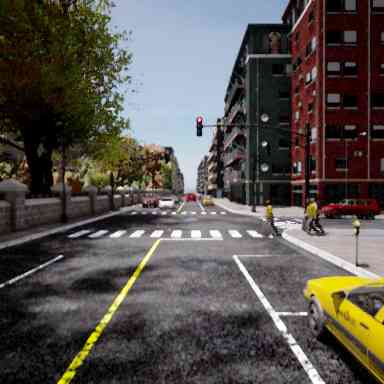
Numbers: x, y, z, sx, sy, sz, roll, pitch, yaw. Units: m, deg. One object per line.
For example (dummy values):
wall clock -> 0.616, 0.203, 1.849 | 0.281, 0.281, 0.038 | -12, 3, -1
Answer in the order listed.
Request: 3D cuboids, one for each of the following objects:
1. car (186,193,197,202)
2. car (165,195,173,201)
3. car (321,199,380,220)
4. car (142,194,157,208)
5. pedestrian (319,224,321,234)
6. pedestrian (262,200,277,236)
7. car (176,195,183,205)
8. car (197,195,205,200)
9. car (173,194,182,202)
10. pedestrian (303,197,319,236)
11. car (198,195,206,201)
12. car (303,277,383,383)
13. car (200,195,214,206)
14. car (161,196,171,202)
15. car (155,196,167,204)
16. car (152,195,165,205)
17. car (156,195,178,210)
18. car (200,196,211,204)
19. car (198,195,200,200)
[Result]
car -> -0.153, 1.165, 72.449 | 2.150, 2.045, 5.566 | 0, 0, 0
car -> -5.876, 1.530, 85.837 | 1.802, 1.307, 4.206 | 0, 0, 0
car -> 14.550, 1.557, 30.561 | 5.009, 1.841, 2.192 | 1, -1, 0
car -> -5.794, 1.272, 47.090 | 2.192, 1.841, 5.009 | 0, 0, 0
pedestrian -> 5.976, 1.126, 16.334 | 0.375, 1.860, 0.375 | 0, 0, 0
pedestrian -> 3.947, 1.276, 16.931 | 0.375, 1.860, 0.375 | 0, 0, 0
car -> -3.187, 1.500, 59.284 | 2.033, 1.411, 5.357 | 0, 0, 0
car -> 2.492, 1.493, 91.390 | 1.887, 1.381, 4.507 | 0, 0, 0
car -> -3.159, 1.322, 74.979 | 1.882, 1.535, 5.008 | 0, 0, 0
pedestrian -> 5.611, 1.124, 15.734 | 0.375, 1.860, 0.375 | 0, 0, 0
car -> 2.504, 1.492, 85.855 | 1.887, 1.381, 4.507 | 0, 0, 0
car -> 2.680, 1.521, 3.713 | 1.752, 1.417, 4.829 | 0, 0, 0
car -> 2.574, 1.480, 52.814 | 1.752, 1.417, 4.829 | 0, 0, 0
car -> -5.853, 1.531, 74.766 | 1.802, 1.307, 4.206 | 0, 0, 0
car -> -5.829, 1.496, 63.696 | 1.887, 1.381, 4.507 | 0, 0, 0
car -> -5.818, 1.393, 58.161 | 1.967, 1.590, 4.097 | 0, 0, 0
car -> -3.174, 1.486, 42.576 | 1.812, 1.442, 4.674 | 0, 0, 0
car -> 2.551, 1.503, 63.715 | 2.008, 1.369, 4.403 | 0, 0, 0
car -> 2.563, 1.498, 58.179 | 1.887, 1.381, 4.507 | 0, 0, 0
